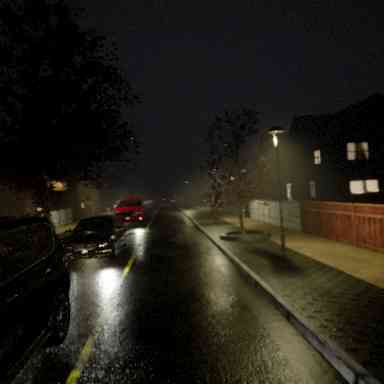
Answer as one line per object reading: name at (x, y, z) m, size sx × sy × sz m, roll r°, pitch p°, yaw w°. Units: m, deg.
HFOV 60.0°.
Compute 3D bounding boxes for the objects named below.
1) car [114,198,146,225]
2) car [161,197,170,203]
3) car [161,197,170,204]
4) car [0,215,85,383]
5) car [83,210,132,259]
car at (-4.873, 1.540, 26.634) m, size 2.150 × 2.045 × 5.566 m, roll -4°, pitch 0°, yaw -5°
car at (-6.565, 1.903, 81.814) m, size 2.033 × 1.411 × 5.357 m, roll -4°, pitch 0°, yaw -5°
car at (-5.715, 1.762, 71.455) m, size 2.128 × 1.511 × 4.902 m, roll -4°, pitch 0°, yaw -5°
car at (-2.976, 1.407, 3.616) m, size 2.150 × 2.045 × 5.566 m, roll -4°, pitch 0°, yaw -5°
car at (-3.779, 1.748, 13.464) m, size 1.837 × 1.490 × 4.892 m, roll -4°, pitch 0°, yaw -5°
